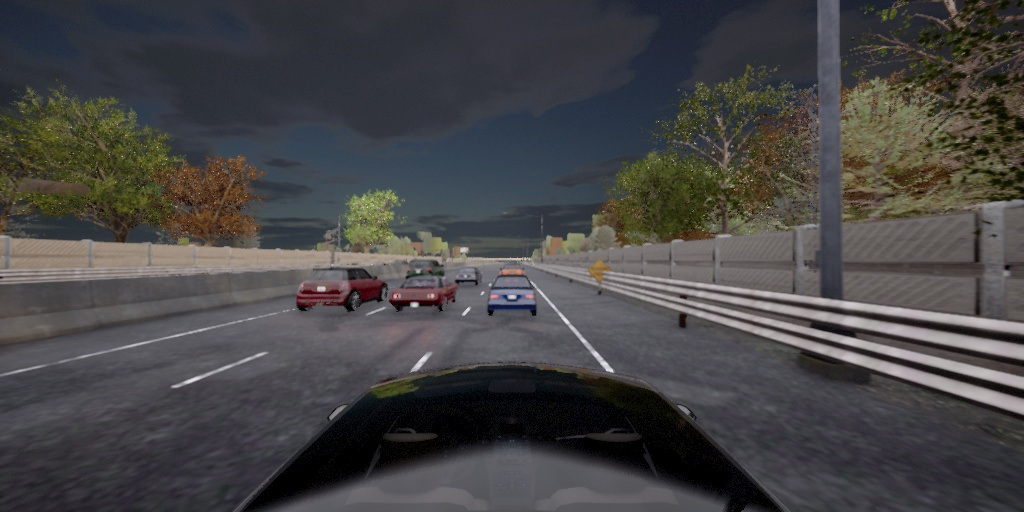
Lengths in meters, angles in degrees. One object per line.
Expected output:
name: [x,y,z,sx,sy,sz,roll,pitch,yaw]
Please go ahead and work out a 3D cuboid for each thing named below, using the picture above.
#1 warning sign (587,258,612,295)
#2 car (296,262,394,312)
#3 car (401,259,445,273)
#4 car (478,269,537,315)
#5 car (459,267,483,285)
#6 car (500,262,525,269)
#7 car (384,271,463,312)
warning sign: [4.554,1.047,18.628,1.300,1.860,1.060,0,0,0]
car: [-6.978,1.246,15.274,2.097,1.767,4.553,0,-1,0]
car: [-6.985,1.280,29.429,2.150,2.045,5.566,0,0,0]
car: [0.011,1.433,14.379,2.033,1.411,5.357,0,-1,0]
car: [-3.486,1.602,29.371,2.033,1.411,5.357,0,-1,0]
car: [0.024,1.416,30.274,2.097,1.767,4.553,0,-1,0]
car: [-3.482,1.494,15.100,1.895,1.301,4.718,0,-1,0]
